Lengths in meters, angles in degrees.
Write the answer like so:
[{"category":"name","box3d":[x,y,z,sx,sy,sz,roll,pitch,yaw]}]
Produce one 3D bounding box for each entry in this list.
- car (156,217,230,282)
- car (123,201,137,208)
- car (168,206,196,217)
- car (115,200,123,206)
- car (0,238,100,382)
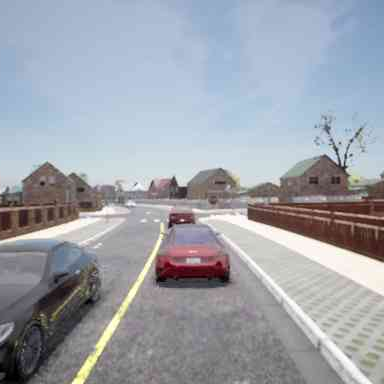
[{"category":"car","box3d":[-0.013,1.681,10.217,1.994,1.385,4.181,0,-1,-1]},{"category":"car","box3d":[-12.507,2.551,68.284,1.812,1.442,4.674,0,-1,-18]},{"category":"car","box3d":[-0.763,1.763,24.414,1.882,1.535,5.008,0,-1,-3]},{"category":"car","box3d":[-18.044,2.767,83.382,1.895,1.301,4.718,0,-1,-22]},{"category":"car","box3d":[-2.893,1.590,5.648,1.812,1.442,4.674,0,-1,0]}]
